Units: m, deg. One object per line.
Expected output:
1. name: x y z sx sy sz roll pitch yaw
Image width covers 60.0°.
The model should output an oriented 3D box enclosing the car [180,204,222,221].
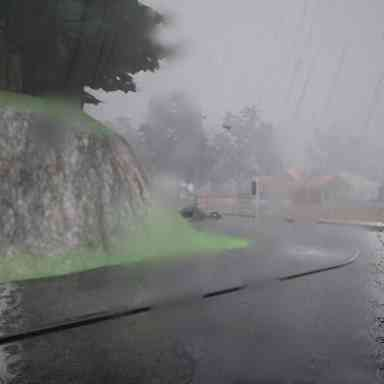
1. car: 0.708 1.713 28.884 1.994 1.385 4.181 1 0 -35

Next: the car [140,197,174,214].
1. car: -4.318 1.732 43.135 2.033 1.411 5.357 1 0 -34
